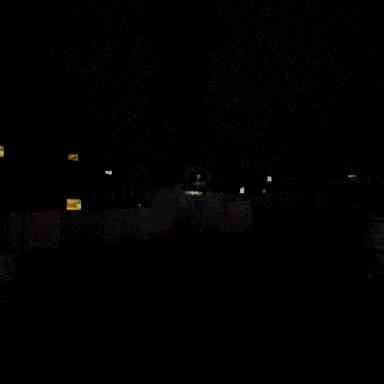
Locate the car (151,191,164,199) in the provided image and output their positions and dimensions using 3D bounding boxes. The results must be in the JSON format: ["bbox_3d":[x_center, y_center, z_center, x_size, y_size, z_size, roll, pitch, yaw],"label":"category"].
[{"bbox_3d":[-6.441,0.639,61.681,1.812,1.442,4.674,1,1,-21],"label":"car"}]
